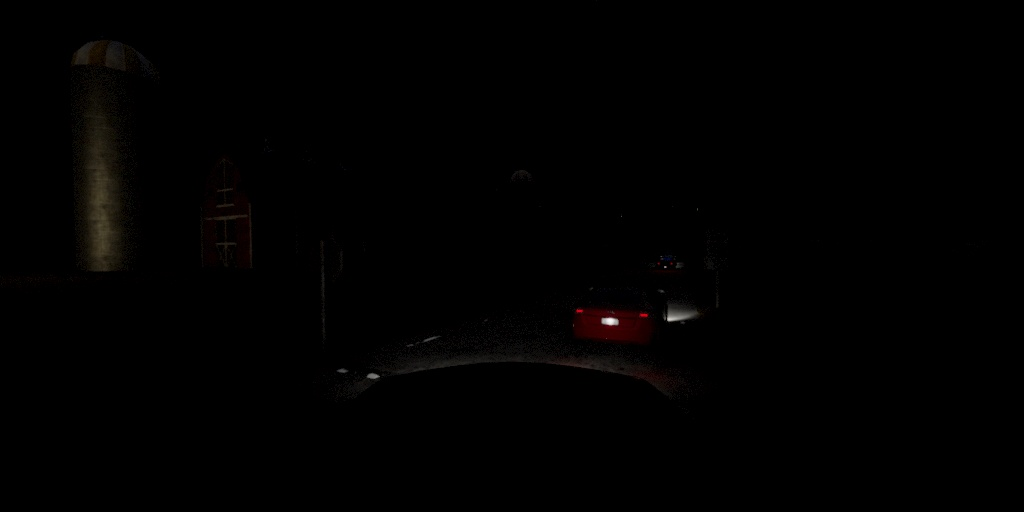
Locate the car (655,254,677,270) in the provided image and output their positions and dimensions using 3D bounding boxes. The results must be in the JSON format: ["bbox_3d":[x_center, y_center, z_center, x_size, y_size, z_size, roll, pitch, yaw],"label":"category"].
[{"bbox_3d":[16.370,0.756,38.094,1.895,1.301,4.718,0,1,25],"label":"car"}]

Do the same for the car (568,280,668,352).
[{"bbox_3d":[2.847,1.300,9.141,1.994,1.385,4.181,0,0,25],"label":"car"}]
